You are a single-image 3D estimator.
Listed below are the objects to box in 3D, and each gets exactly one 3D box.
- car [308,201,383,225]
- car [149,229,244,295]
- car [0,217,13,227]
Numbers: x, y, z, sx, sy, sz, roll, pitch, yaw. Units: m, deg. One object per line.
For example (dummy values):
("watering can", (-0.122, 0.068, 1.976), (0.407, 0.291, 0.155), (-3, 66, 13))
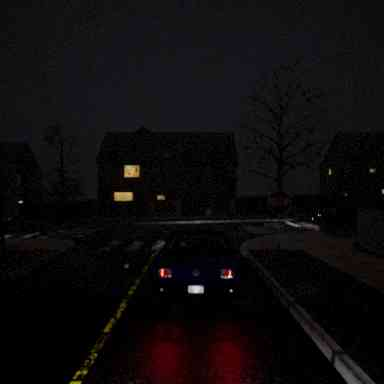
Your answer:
("car", (10.430, 1.285, 21.520), (5.357, 1.411, 2.033), (-1, 1, -1))
("car", (0.177, 1.621, 8.731), (1.895, 1.301, 4.718), (0, 0, 2))
("car", (-14.648, 1.876, 21.530), (5.357, 1.411, 2.033), (-1, 1, 0))
